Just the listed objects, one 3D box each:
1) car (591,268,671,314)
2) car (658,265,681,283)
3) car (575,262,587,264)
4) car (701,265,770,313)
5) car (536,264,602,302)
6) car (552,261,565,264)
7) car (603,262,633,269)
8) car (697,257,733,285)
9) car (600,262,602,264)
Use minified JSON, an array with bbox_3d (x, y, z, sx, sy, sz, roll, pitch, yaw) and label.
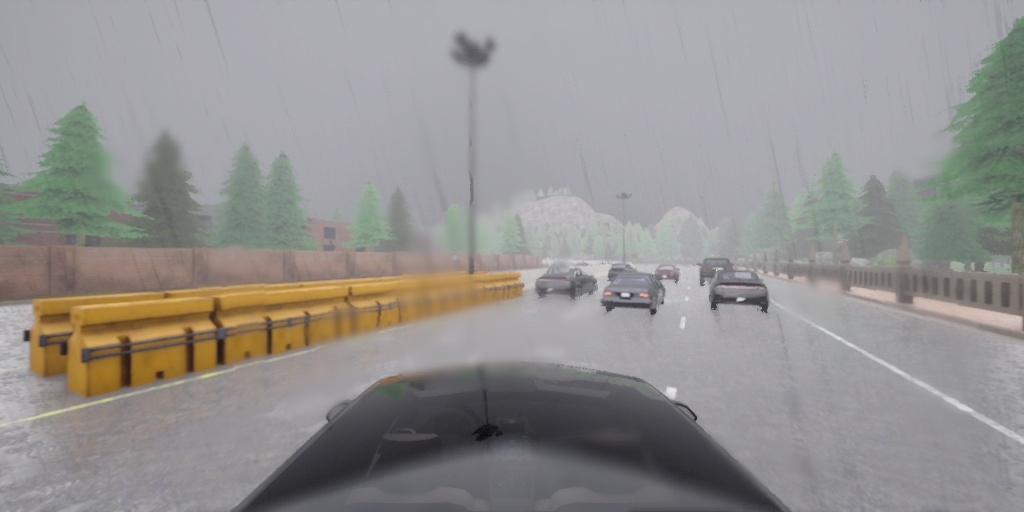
[{"bbox_3d":[4.961,1.369,14.303,2.033,1.411,5.357,0,0,27],"label":"car"},{"bbox_3d":[13.043,1.439,30.216,1.812,1.442,4.674,0,0,27],"label":"car"},{"bbox_3d":[11.397,1.626,58.769,1.994,1.385,4.181,0,0,24],"label":"car"},{"bbox_3d":[9.081,1.319,14.645,2.128,1.511,4.902,0,0,27],"label":"car"},{"bbox_3d":[2.834,1.330,17.804,2.128,1.511,4.902,0,0,27],"label":"car"},{"bbox_3d":[7.685,1.586,59.043,1.812,1.442,4.674,0,0,25],"label":"car"},{"bbox_3d":[9.624,1.422,31.225,1.837,1.490,4.892,0,0,27],"label":"car"},{"bbox_3d":[15.322,1.122,27.014,2.150,2.045,5.566,0,0,27],"label":"car"},{"bbox_3d":[14.629,1.659,57.346,1.895,1.301,4.718,0,0,24],"label":"car"}]
